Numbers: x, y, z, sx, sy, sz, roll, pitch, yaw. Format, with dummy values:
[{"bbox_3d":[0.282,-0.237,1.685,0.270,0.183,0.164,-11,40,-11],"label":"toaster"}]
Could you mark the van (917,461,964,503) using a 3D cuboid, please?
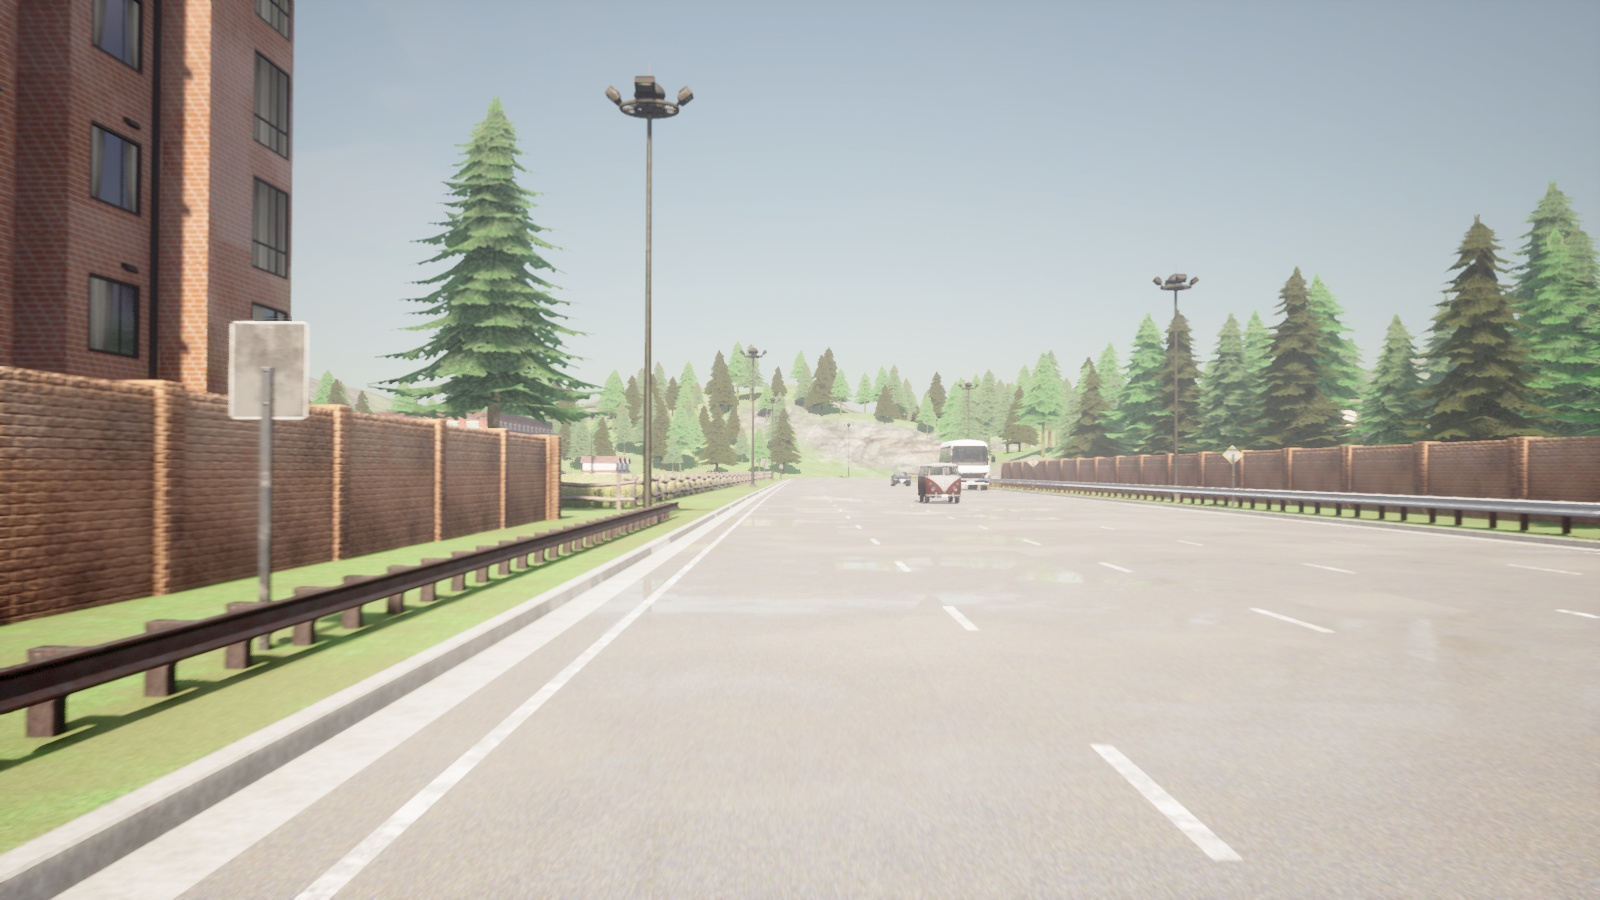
[{"bbox_3d":[6.849,1.571,61.688,1.775,1.987,4.442,0,-1,0],"label":"van"}]
